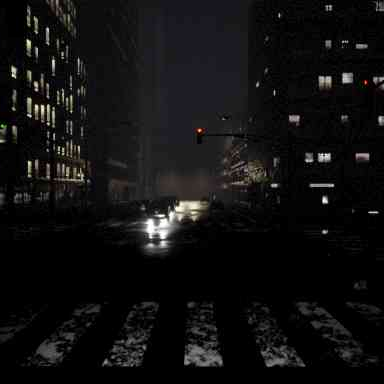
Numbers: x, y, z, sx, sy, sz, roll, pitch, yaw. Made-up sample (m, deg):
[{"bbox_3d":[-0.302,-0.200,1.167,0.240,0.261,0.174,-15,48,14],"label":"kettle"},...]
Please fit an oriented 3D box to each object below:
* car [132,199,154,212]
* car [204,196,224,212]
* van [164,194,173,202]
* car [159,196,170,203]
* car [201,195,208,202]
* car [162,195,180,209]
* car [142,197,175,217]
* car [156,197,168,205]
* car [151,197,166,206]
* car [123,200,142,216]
[{"bbox_3d":[-5.612,1.555,38.652,1.947,1.339,4.313,-1,0,0],"label":"car"},{"bbox_3d":[2.768,1.540,38.632,2.008,1.369,4.403,-1,0,0],"label":"car"},{"bbox_3d":[-5.520,1.322,78.234,1.690,1.788,3.998,-1,0,0],"label":"van"},{"bbox_3d":[-5.544,1.528,66.925,1.887,1.381,4.507,-1,0,0],"label":"car"},{"bbox_3d":[2.848,1.422,72.560,1.967,1.590,4.097,-1,0,0],"label":"car"},{"bbox_3d":[-2.999,1.480,40.463,2.128,1.511,4.902,0,0,0],"label":"car"},{"bbox_3d":[-3.028,1.482,30.978,2.128,1.511,4.902,0,0,0],"label":"car"},{"bbox_3d":[-5.557,1.566,61.270,1.802,1.307,4.206,-1,0,0],"label":"car"},{"bbox_3d":[-5.571,1.530,55.615,1.887,1.381,4.507,-1,0,0],"label":"car"},{"bbox_3d":[-5.626,1.516,32.828,1.752,1.417,4.829,-1,0,0],"label":"car"}]
